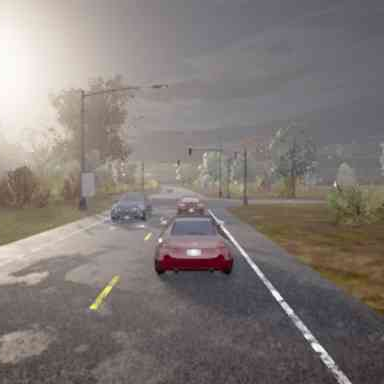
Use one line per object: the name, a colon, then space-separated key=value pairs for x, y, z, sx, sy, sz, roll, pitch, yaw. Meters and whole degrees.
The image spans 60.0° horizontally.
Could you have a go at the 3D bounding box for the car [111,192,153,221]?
car: x=-3.764 y=0.826 z=21.403 sx=2.097 sy=1.767 sz=4.553 roll=0 pitch=2 yaw=0

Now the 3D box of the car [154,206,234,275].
car: x=0.028 y=1.323 z=9.691 sx=1.994 sy=1.385 sz=4.181 roll=0 pitch=1 yaw=0

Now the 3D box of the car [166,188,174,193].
car: x=-5.399 y=-0.375 z=81.035 sx=1.895 sy=1.301 sz=4.718 roll=0 pitch=1 yaw=-2

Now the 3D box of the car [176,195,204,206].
car: x=-0.138 y=0.949 z=23.565 sx=1.812 sy=1.442 sz=4.674 roll=0 pitch=1 yaw=-2
